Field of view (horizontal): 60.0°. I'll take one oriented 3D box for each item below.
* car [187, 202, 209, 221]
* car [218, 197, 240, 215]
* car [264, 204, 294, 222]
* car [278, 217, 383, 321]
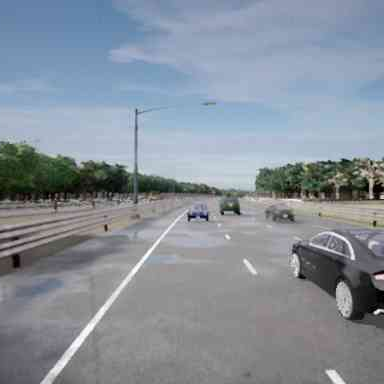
[{"bbox_3d":[0.547,1.856,30.021,1.895,1.301,4.718,0,0,1],"label":"car"},{"bbox_3d":[4.338,1.558,38.895,2.150,2.045,5.566,0,0,2],"label":"car"},{"bbox_3d":[7.532,1.776,28.886,1.812,1.442,4.674,0,0,2],"label":"car"},{"bbox_3d":[3.642,1.556,7.375,2.128,1.511,4.902,0,0,0],"label":"car"}]
